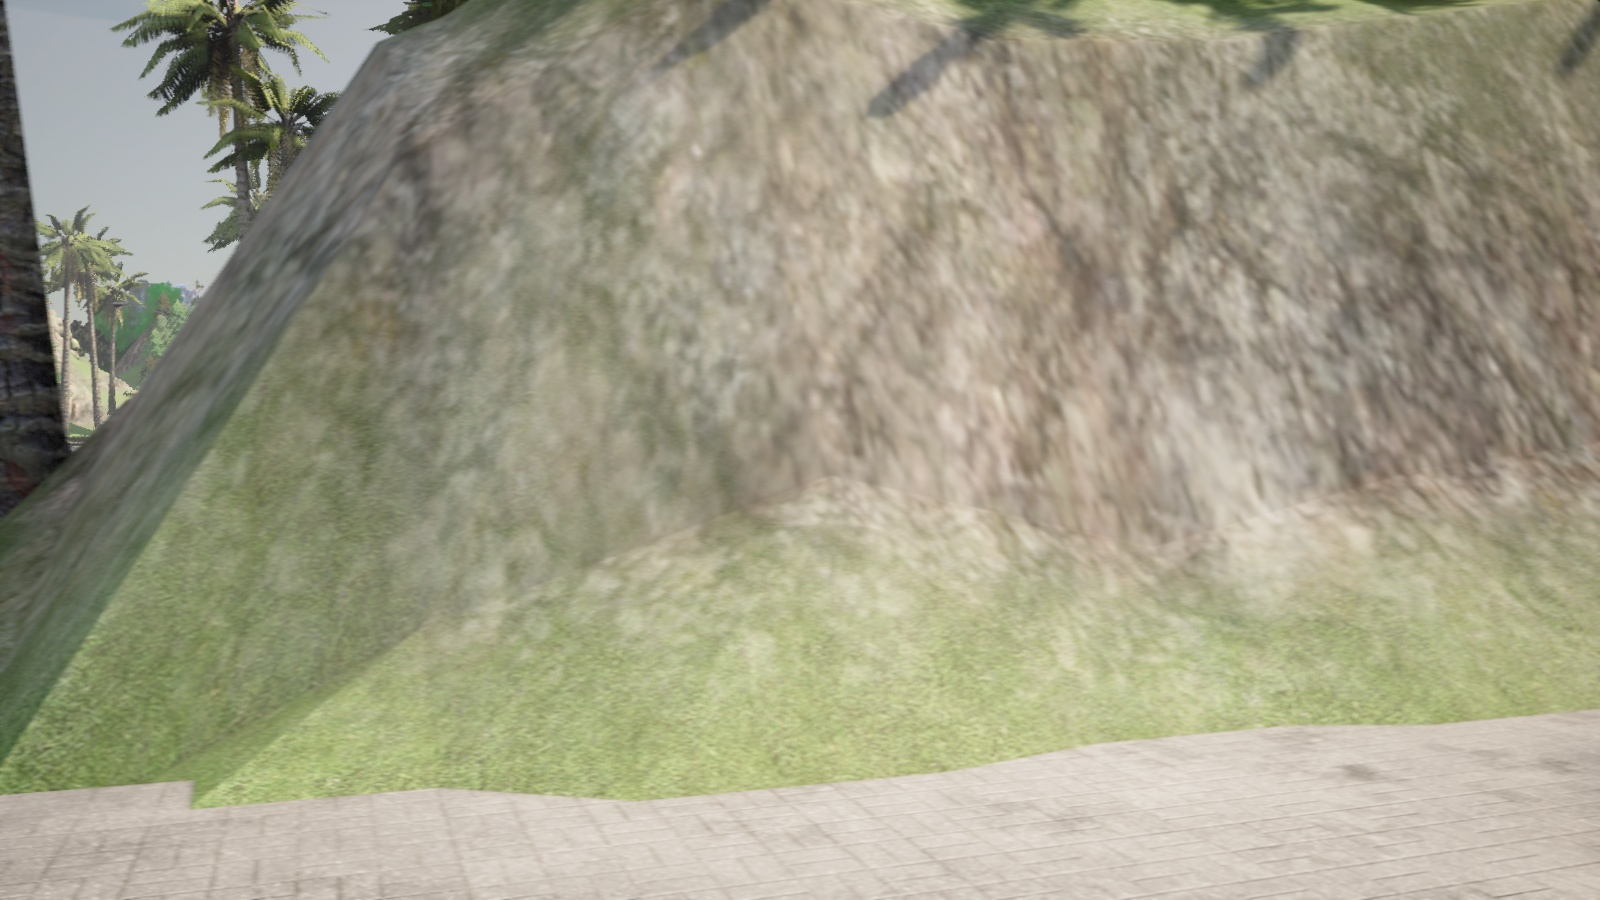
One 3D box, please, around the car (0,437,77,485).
[{"bbox_3d":[-26.587,0.336,43.445,2.007,1.525,4.514,-1,1,-21],"label":"car"}]
